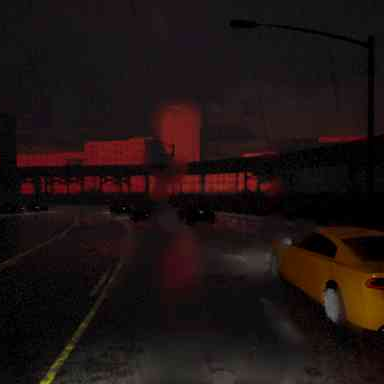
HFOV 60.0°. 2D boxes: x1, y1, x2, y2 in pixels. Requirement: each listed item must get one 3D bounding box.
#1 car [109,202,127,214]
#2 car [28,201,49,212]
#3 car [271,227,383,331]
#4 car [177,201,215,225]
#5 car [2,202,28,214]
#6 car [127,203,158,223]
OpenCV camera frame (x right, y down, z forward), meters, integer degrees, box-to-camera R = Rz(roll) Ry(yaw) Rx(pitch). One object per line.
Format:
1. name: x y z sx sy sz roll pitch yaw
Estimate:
1. car: -8.550 1.874 39.585 1.994 1.385 4.181 0 0 -25
2. car: -21.823 2.044 46.864 1.837 1.490 4.892 0 -1 -41
3. car: 3.165 1.472 7.020 1.882 1.535 5.008 0 0 -4
4. car: 0.172 1.494 25.552 2.097 1.767 4.553 0 0 -13
5. car: -23.189 2.044 43.044 1.837 1.490 4.892 0 -1 -39
6. car: -4.119 1.669 28.005 1.882 1.535 5.008 0 0 -16
